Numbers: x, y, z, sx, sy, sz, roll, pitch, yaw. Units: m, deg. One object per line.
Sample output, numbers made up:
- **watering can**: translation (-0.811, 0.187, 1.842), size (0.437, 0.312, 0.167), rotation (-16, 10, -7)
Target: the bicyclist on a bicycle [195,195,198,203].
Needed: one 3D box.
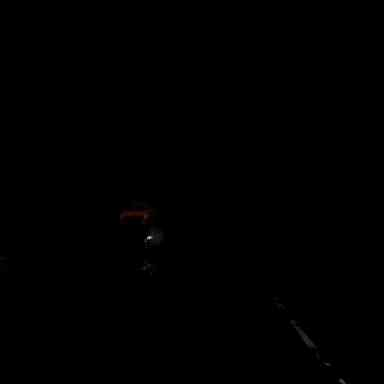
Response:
- **bicyclist on a bicycle**: translation (0.961, 1.465, 70.711), size (0.659, 1.776, 1.843), rotation (0, 0, 0)

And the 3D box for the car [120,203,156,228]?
- **car**: translation (-3.600, 1.477, 22.676), size (1.882, 1.535, 5.008), rotation (0, 0, 0)

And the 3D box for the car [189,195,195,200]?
- **car**: translation (-0.001, 1.576, 95.370), size (1.882, 1.535, 5.008), rotation (0, -1, 0)

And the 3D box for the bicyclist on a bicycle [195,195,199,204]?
- **bicyclist on a bicycle**: translation (0.961, 1.423, 61.702), size (0.659, 1.776, 1.843), rotation (0, 0, 0)

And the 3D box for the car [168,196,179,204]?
- **car**: translation (-3.518, 1.542, 64.380), size (1.882, 1.535, 5.008), rotation (0, 0, 0)

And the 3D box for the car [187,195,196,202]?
- **car**: translation (-0.001, 1.574, 79.540), size (1.837, 1.490, 4.892), rotation (0, 0, 0)
